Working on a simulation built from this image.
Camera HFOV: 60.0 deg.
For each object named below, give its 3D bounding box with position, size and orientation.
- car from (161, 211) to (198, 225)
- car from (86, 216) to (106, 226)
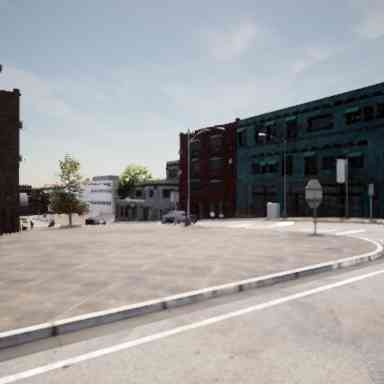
[{"bbox_3d":[-1.293,2.499,32.442,1.994,1.385,4.181,0,-5,-36],"label":"car"},{"bbox_3d":[-14.656,4.442,50.657,2.128,1.511,4.902,0,-5,-36],"label":"car"}]
